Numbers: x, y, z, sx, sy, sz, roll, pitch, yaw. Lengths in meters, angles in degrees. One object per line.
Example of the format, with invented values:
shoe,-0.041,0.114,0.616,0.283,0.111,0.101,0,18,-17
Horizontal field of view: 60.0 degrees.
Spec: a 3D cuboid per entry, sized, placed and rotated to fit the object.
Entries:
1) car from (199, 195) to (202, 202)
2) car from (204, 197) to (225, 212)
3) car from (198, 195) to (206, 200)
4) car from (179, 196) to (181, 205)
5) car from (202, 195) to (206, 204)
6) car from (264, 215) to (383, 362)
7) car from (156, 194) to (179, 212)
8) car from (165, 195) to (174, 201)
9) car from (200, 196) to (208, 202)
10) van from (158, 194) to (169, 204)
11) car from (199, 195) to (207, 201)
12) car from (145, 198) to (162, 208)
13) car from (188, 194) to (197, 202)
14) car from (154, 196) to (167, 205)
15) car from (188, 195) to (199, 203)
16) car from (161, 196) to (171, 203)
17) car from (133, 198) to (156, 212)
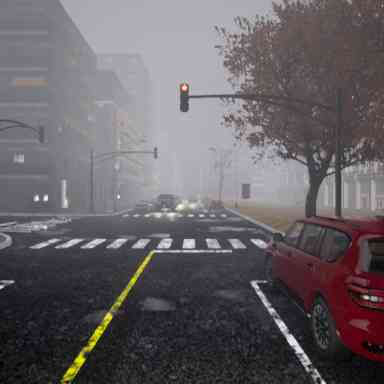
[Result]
car,2.782,1.603,65.931,1.802,1.307,4.206,0,0,0
car,2.744,1.544,38.269,1.887,1.381,4.507,0,0,0
car,2.820,1.606,93.595,2.008,1.369,4.403,0,0,0
car,-3.014,1.511,50.033,1.837,1.490,4.892,0,0,0
car,2.759,1.531,49.504,1.752,1.417,4.829,0,0,0
car,2.700,1.313,5.880,2.192,1.841,5.009,0,0,0
car,-3.047,1.223,39.482,2.150,2.045,5.566,0,0,0
car,-5.576,1.479,82.542,1.967,1.590,4.097,0,0,0
car,2.797,1.558,77.167,1.752,1.417,4.829,0,0,0
van,-5.598,1.362,65.944,1.690,1.788,3.998,0,0,0
car,2.813,1.591,88.063,1.887,1.381,4.507,0,0,0
car,-5.621,1.557,49.346,2.008,1.369,4.403,0,0,0
car,0.111,1.390,79.366,2.097,1.767,4.553,0,0,0
car,-5.606,1.456,60.411,1.967,1.590,4.097,0,0,0
car,0.193,1.624,68.324,1.895,1.301,4.718,0,0,0
car,-5.590,1.608,71.476,1.802,1.307,4.206,0,0,0
car,-5.636,1.550,38.280,2.008,1.369,4.403,0,0,0
